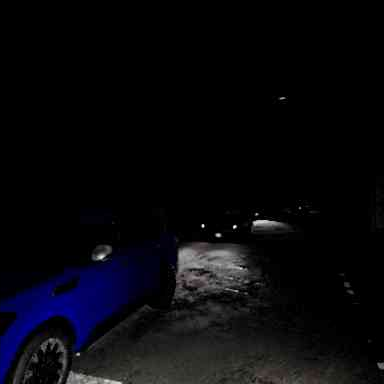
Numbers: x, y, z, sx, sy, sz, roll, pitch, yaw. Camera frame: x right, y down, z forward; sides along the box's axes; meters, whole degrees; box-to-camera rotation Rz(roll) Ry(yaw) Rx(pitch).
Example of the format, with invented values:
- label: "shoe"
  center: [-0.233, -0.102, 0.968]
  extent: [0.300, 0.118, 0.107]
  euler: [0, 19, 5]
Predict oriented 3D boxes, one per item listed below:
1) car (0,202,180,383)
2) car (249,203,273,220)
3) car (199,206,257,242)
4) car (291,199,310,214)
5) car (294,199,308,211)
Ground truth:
- label: "car"
  center: [-1.936, 1.223, 5.301]
  extent: [2.150, 2.045, 5.566]
  euler: [0, 0, 17]
- label: "car"
  center: [5.765, 1.596, 28.230]
  extent: [1.994, 1.385, 4.181]
  euler: [0, 0, 18]
- label: "car"
  center: [1.870, 1.608, 16.801]
  extent: [1.895, 1.301, 4.718]
  euler: [0, 0, 19]
- label: "car"
  center: [12.204, 1.701, 37.377]
  extent: [1.994, 1.385, 4.181]
  euler: [0, -1, 19]
- label: "car"
  center: [15.380, 1.753, 46.879]
  extent: [1.882, 1.535, 5.008]
  euler: [0, -1, 19]
